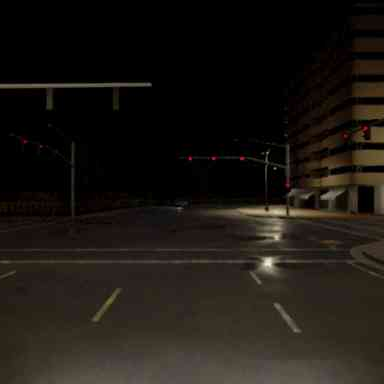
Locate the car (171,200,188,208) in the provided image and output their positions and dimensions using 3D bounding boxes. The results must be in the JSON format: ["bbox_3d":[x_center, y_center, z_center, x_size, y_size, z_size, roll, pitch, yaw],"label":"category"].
[{"bbox_3d":[-2.298,2.261,65.119,1.812,1.442,4.674,0,-1,25],"label":"car"}]
